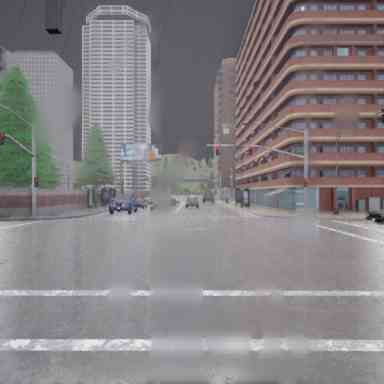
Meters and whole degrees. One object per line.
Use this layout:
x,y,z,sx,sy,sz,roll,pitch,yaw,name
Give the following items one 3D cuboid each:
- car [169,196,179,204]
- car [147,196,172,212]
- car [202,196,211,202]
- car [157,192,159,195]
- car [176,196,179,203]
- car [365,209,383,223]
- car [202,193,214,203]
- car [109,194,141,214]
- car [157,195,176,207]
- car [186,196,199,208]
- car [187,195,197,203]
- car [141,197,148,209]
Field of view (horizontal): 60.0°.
-3.615,1.526,67.010,1.812,1.442,4.674,0,0,0,car
-3.651,1.526,38.247,1.812,1.442,4.674,0,0,0,car
3.391,1.576,78.236,1.895,1.301,4.718,0,0,0,car
-7.134,1.352,64.775,2.097,1.767,4.553,0,0,0,car
-3.663,1.547,57.054,2.033,1.411,5.357,0,0,0,car
15.000,1.492,23.239,5.357,1.411,2.033,0,0,-12,car
3.405,1.221,68.668,2.150,2.045,5.566,0,0,0,car
-7.150,1.222,35.187,2.150,2.045,5.566,0,0,0,car
-3.658,1.526,47.343,1.812,1.442,4.674,0,0,0,car
0.034,1.547,49.416,2.033,1.411,5.357,0,0,0,car
0.005,1.477,68.035,1.882,1.535,5.008,0,0,0,car
-7.163,1.547,45.437,2.033,1.411,5.357,0,0,0,car
